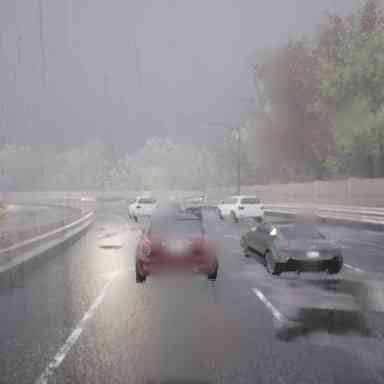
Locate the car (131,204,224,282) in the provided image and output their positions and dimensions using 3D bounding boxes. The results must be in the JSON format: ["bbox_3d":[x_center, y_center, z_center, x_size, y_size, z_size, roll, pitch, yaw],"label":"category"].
[{"bbox_3d":[-0.558,1.409,10.178,2.097,1.767,4.553,0,0,-6],"label":"car"}]

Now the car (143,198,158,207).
[{"bbox_3d":[-7.549,1.868,60.383,1.837,1.490,4.892,-1,0,-16],"label":"car"}]

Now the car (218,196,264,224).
[{"bbox_3d":[3.732,1.331,26.454,2.150,2.045,5.566,0,0,-14],"label":"car"}]

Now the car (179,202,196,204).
[{"bbox_3d":[-0.459,1.655,28.572,1.837,1.490,4.892,0,0,-15],"label":"car"}]

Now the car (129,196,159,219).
[{"bbox_3d":[-4.199,1.400,29.004,2.150,2.045,5.566,0,0,-17],"label":"car"}]

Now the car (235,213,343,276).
[{"bbox_3d":[2.915,1.598,10.578,1.994,1.385,4.181,0,0,-6],"label":"car"}]
